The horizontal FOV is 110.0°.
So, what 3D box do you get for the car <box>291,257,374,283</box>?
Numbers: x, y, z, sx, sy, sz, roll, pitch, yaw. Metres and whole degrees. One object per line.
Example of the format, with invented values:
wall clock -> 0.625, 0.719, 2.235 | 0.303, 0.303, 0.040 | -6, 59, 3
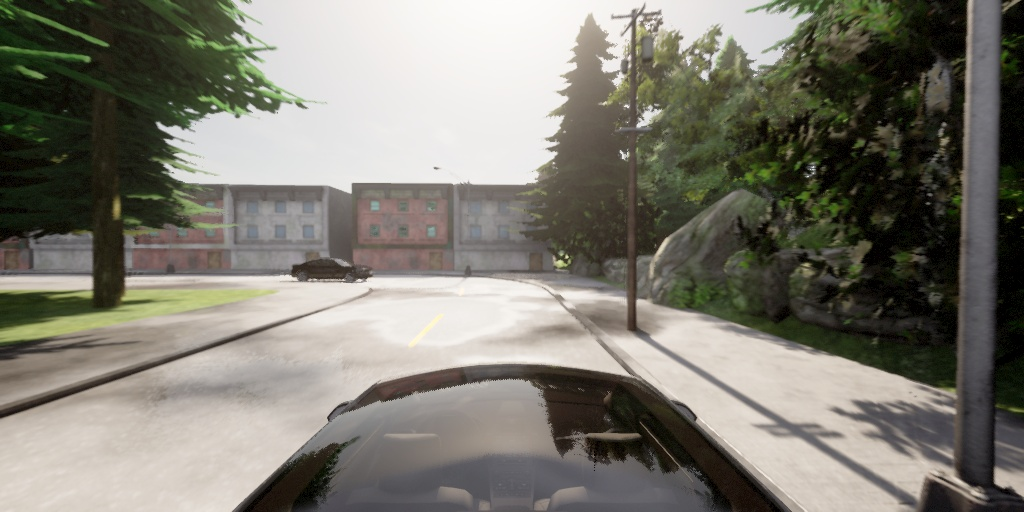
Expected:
car -> -11.460, 0.859, 23.011 | 5.008, 1.535, 1.882 | 0, 1, 4
